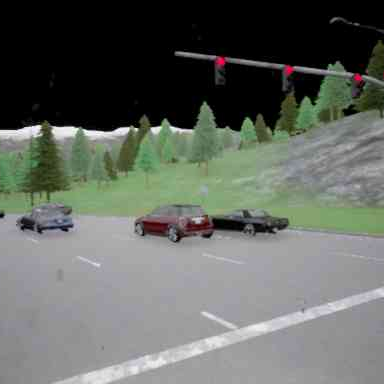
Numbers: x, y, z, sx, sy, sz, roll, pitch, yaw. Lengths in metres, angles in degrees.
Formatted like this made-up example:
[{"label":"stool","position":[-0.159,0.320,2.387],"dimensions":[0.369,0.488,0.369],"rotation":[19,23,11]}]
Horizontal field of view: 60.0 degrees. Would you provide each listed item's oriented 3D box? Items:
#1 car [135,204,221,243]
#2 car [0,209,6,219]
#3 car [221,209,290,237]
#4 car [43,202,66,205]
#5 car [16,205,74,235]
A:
[{"label":"car","position":[-1.024,1.369,16.437],"dimensions":[2.097,1.767,4.553],"rotation":[-1,0,-38]},{"label":"car","position":[-20.943,2.056,33.659],"dimensions":[4.181,1.385,1.994],"rotation":[-1,0,25]},{"label":"car","position":[2.634,1.530,17.521],"dimensions":[1.895,1.301,4.718],"rotation":[-1,0,-37]},{"label":"car","position":[-14.398,1.826,34.065],"dimensions":[4.902,1.511,2.128],"rotation":[-1,0,32]},{"label":"car","position":[-9.257,1.762,20.756],"dimensions":[2.033,1.411,5.357],"rotation":[-1,0,-44]}]
